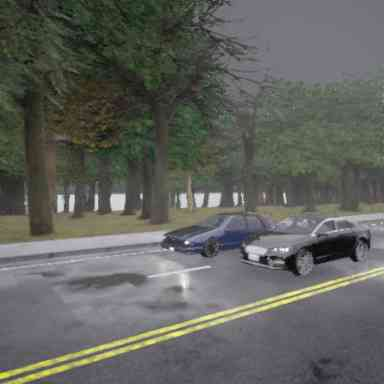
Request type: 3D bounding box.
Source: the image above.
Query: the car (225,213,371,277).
[{"bbox_3d":[3.639,1.467,10.283,4.902,1.511,2.128,0,0,-36],"label":"car"}]

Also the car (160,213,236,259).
[{"bbox_3d":[1.486,1.523,12.742,5.357,1.411,2.033,0,0,-36],"label":"car"}]
